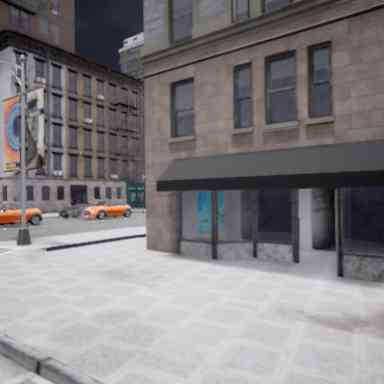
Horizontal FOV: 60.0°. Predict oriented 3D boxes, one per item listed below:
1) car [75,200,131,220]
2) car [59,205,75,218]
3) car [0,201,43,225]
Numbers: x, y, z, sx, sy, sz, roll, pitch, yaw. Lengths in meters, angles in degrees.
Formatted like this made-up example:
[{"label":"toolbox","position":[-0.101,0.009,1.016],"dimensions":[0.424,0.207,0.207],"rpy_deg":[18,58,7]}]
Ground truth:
[{"label":"car","position":[-7.710,1.523,30.076],"dimensions":[2.097,1.767,4.553],"rpy_deg":[-1,-1,35]},{"label":"car","position":[-10.478,1.786,31.762],"dimensions":[1.994,1.385,4.181],"rpy_deg":[-1,-1,36]},{"label":"car","position":[-12.834,1.496,22.866],"dimensions":[2.097,1.767,4.553],"rpy_deg":[-1,-1,35]}]
